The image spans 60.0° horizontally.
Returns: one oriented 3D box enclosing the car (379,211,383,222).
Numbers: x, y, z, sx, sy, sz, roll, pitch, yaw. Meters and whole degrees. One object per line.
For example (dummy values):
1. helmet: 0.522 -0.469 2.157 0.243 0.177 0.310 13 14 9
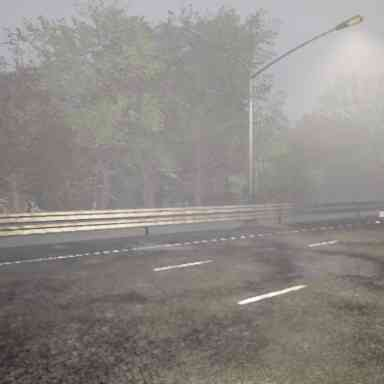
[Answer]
1. car: 15.062 1.558 23.138 4.718 1.301 1.895 0 0 -35
